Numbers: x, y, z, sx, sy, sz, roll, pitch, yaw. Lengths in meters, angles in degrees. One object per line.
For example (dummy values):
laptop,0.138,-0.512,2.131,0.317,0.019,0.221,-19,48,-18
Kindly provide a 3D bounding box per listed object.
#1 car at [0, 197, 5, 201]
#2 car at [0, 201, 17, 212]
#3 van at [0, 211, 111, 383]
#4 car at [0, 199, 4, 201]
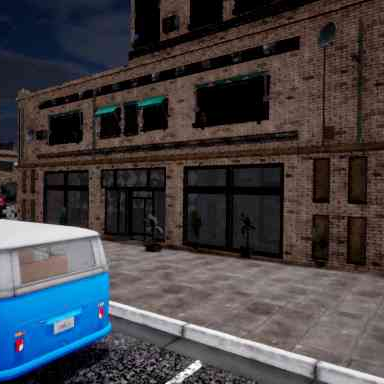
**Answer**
car,-22.898,1.411,36.248,2.192,1.841,5.009,0,0,36
car,-16.147,1.793,31.289,1.947,1.339,4.313,0,0,36
van,-3.021,1.340,5.016,3.998,1.788,1.690,0,1,36
car,-21.808,1.684,33.367,1.994,1.385,4.181,1,0,36
